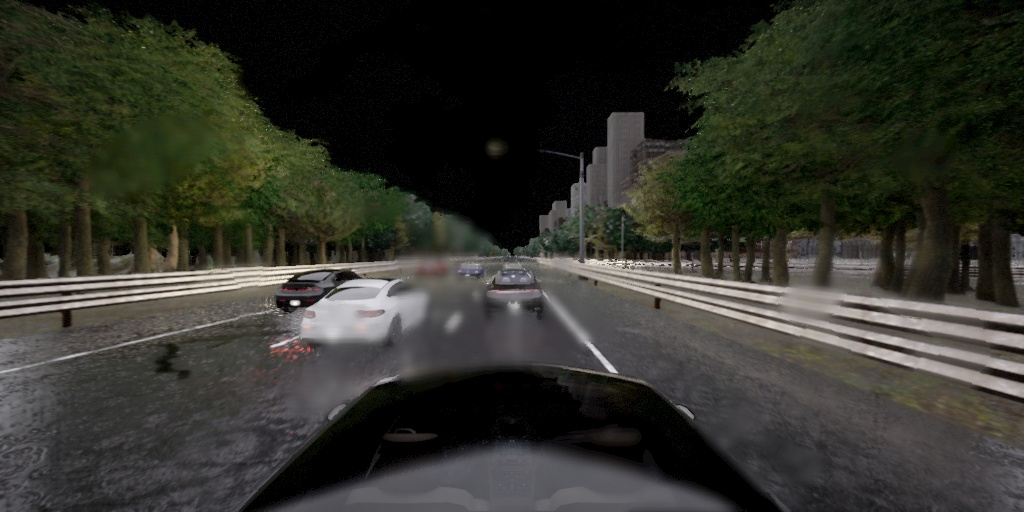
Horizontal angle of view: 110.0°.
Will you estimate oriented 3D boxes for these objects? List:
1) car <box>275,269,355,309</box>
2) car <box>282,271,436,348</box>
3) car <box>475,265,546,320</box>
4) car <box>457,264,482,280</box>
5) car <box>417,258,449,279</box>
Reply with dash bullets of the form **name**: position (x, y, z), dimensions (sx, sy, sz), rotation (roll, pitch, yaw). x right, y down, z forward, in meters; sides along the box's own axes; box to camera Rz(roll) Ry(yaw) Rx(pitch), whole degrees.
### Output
- **car**: position (-6.899, 1.247, 13.823), dimensions (1.837, 1.490, 4.892), rotation (0, 0, 0)
- **car**: position (-3.400, 1.273, 9.118), dimensions (1.812, 1.442, 4.674), rotation (0, 0, 0)
- **car**: position (0.101, 1.236, 12.562), dimensions (2.128, 1.511, 4.902), rotation (0, 0, 0)
- **car**: position (-3.397, 1.300, 30.531), dimensions (1.895, 1.301, 4.718), rotation (0, 0, 0)
- **car**: position (-6.896, 1.048, 31.751), dimensions (2.097, 1.767, 4.553), rotation (0, 0, 0)
